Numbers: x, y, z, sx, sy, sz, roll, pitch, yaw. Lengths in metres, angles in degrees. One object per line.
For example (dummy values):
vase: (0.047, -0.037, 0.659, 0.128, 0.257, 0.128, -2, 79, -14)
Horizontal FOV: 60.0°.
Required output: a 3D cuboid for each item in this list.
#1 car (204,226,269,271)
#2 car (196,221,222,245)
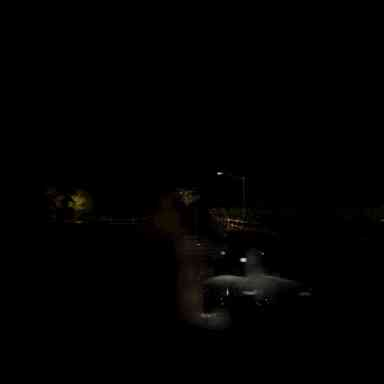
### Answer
car: (1.766, 2.336, 13.768, 1.994, 1.385, 4.181, 1, -3, -2)
car: (1.310, 2.833, 23.707, 1.882, 1.535, 5.008, 1, -3, -2)
